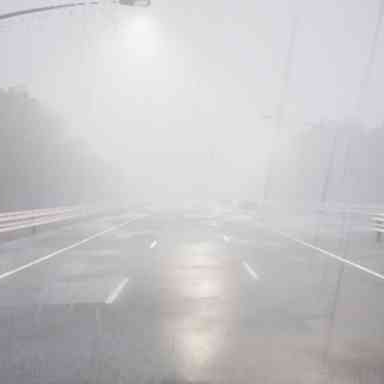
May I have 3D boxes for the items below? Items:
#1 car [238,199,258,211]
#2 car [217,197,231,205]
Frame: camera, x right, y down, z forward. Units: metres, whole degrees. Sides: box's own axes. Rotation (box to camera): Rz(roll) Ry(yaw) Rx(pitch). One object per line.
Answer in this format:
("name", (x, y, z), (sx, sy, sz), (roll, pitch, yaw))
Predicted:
("car", (7.681, 1.770, 46.035), (1.837, 1.490, 4.892), (-1, 0, -5))
("car", (6.983, 1.933, 68.751), (2.033, 1.411, 5.357), (0, 0, 0))
